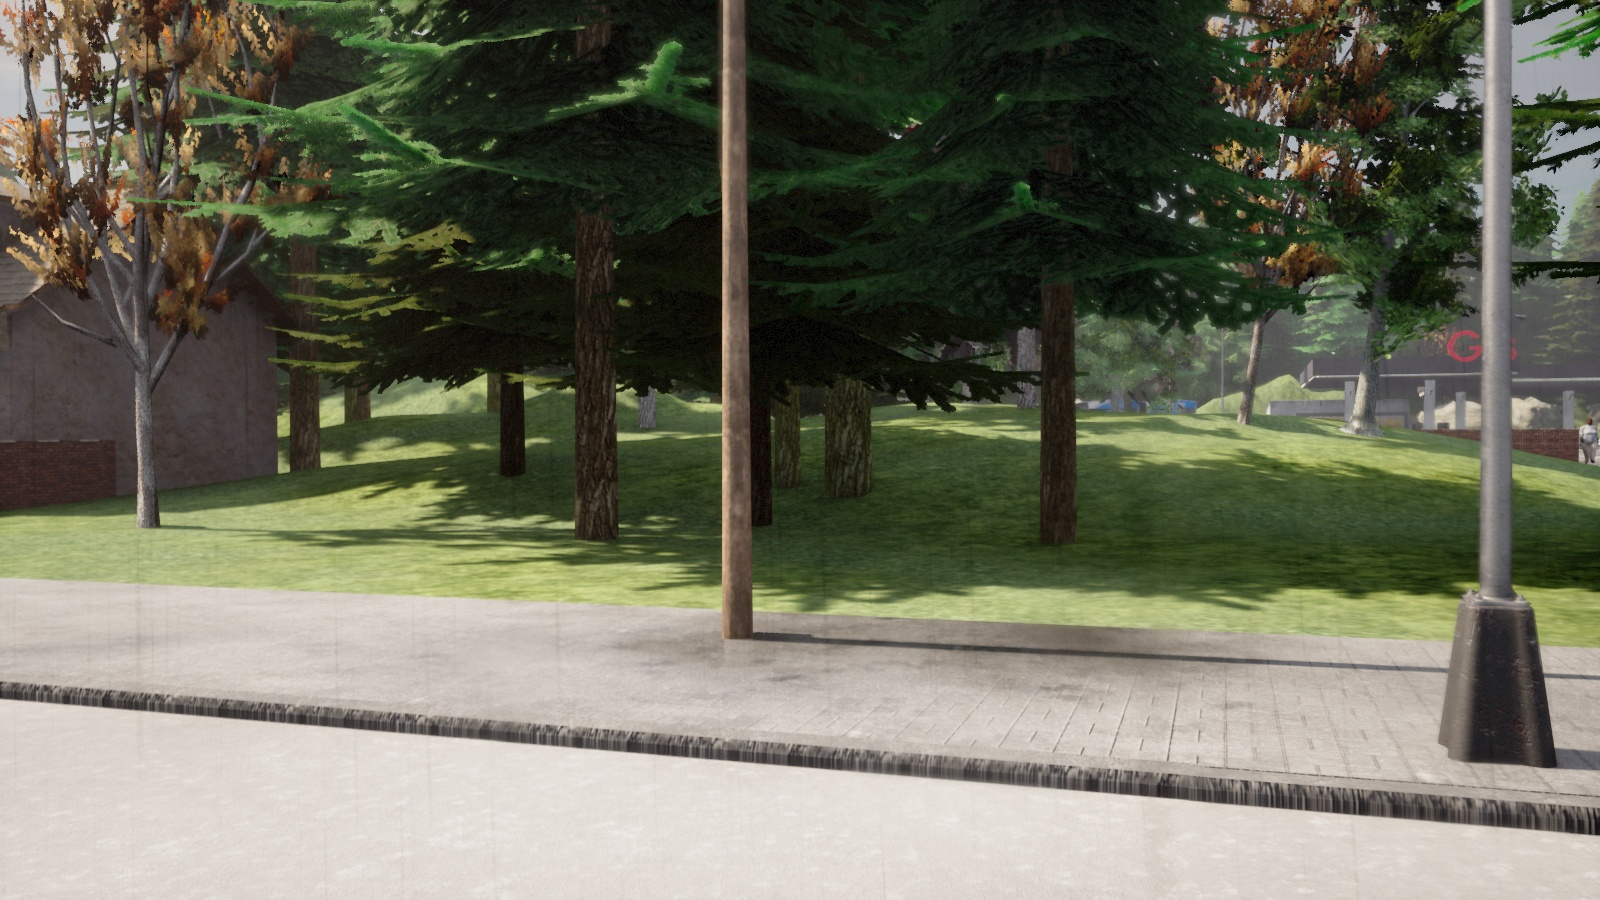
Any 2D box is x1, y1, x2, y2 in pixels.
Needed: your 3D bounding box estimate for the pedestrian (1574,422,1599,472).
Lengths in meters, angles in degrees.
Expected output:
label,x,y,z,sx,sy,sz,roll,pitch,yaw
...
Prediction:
label,x,y,z,sx,sy,sz,roll,pitch,yaw
pedestrian,29.809,-0.122,47.382,0.874,1.855,0.900,0,1,20
